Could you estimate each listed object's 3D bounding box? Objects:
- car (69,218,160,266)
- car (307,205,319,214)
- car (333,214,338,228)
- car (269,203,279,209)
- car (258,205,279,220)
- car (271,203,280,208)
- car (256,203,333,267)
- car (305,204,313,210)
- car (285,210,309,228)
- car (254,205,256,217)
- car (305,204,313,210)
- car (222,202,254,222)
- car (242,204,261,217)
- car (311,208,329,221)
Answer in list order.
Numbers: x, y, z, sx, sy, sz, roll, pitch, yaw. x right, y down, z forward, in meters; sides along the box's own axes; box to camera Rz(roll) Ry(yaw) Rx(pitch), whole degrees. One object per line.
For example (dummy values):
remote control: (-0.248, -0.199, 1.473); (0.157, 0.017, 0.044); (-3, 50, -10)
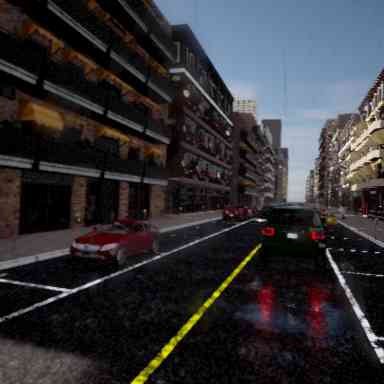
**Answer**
car: (-2.483, 1.615, 11.810); (1.802, 1.307, 4.206); (2, -1, 18)
car: (22.793, 3.275, 62.848); (2.008, 1.369, 4.403); (3, -1, 18)
car: (12.461, 2.430, 30.837); (1.752, 1.417, 4.829); (3, -1, 18)
car: (20.019, 3.371, 81.517); (2.008, 1.369, 4.403); (3, -1, 18)
car: (8.948, 2.349, 38.624); (1.837, 1.490, 4.892); (2, -1, 18)
car: (21.749, 3.507, 86.880); (2.008, 1.369, 4.403); (3, -1, 18)
car: (4.036, 1.553, 13.158); (2.150, 2.045, 5.566); (2, -1, 18)
car: (29.770, 3.801, 84.458); (1.752, 1.417, 4.829); (3, -1, 18)
car: (9.474, 2.366, 30.021); (1.895, 1.301, 4.718); (2, -1, 18)
car: (6.177, 2.163, 38.622); (1.967, 1.590, 4.097); (3, -1, 18)
car: (31.446, 3.974, 89.658); (1.947, 1.339, 4.313); (3, -1, 18)
car: (4.453, 1.900, 33.261); (2.192, 1.841, 5.009); (3, -1, 18)
car: (7.904, 2.405, 43.984); (1.887, 1.381, 4.507); (3, -1, 18)
car: (15.869, 2.720, 41.400); (1.887, 1.381, 4.507); (3, -1, 18)
